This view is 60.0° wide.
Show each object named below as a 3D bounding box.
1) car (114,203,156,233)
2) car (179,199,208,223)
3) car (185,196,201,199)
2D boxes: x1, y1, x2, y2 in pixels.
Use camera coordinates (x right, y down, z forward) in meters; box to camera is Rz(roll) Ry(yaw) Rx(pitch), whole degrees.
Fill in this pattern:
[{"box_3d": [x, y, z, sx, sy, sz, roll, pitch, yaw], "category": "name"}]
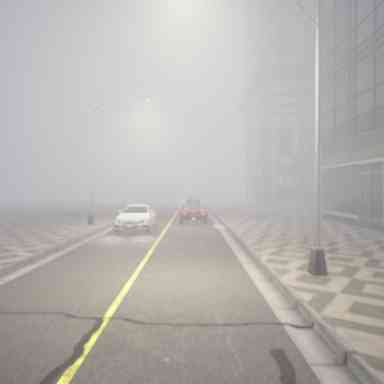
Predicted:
[{"box_3d": [-3.095, 1.399, 18.843, 1.812, 1.442, 4.674, 0, 0, 0], "category": "car"}, {"box_3d": [0.104, 1.439, 23.830, 1.895, 1.301, 4.718, 0, 0, 0], "category": "car"}, {"box_3d": [0.107, 1.196, 41.257, 2.128, 1.511, 4.902, 0, 0, 0], "category": "car"}]
